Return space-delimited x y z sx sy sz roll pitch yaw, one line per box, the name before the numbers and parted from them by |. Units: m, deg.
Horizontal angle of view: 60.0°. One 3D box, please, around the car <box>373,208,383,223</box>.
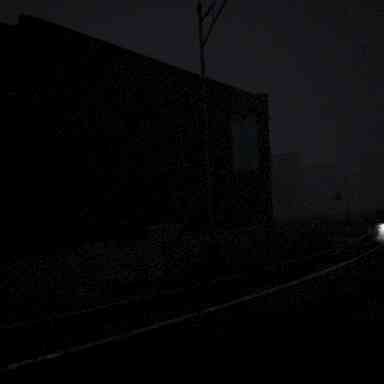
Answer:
car | 19.087 2.240 32.294 1.895 1.301 4.718 -3 -2 18
